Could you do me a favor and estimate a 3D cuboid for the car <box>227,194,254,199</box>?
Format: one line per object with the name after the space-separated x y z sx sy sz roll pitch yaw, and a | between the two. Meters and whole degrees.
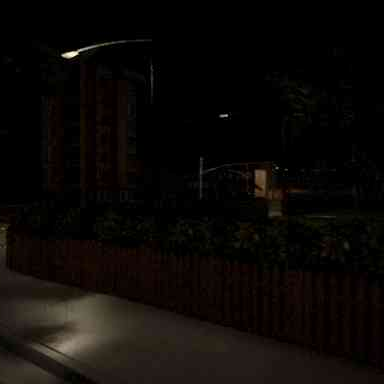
6.318 1.227 41.716 2.150 2.045 5.566 0 0 36 | car
